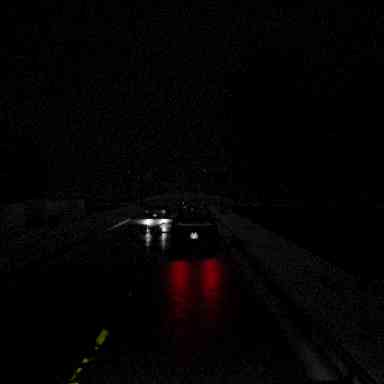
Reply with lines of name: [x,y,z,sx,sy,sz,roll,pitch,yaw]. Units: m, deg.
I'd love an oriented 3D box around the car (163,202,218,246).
car: [0.088,1.424,14.835,2.128,1.511,4.902,0,0,0]

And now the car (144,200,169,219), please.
car: [-2.840,1.412,28.272,2.033,1.411,5.357,0,0,0]

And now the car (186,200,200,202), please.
car: [0.086,1.418,30.209,1.994,1.385,4.181,0,0,0]
